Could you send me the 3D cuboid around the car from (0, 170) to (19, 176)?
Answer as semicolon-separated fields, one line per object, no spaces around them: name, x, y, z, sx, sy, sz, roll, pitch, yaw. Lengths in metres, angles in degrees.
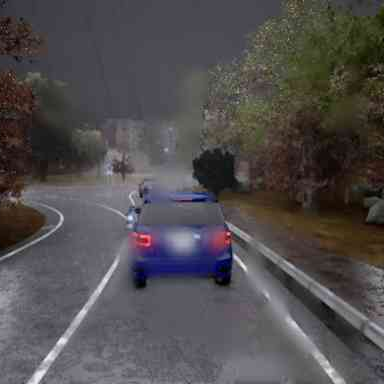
car;-36.245;-3.592;64.540;1.882;1.535;5.008;3;6;28

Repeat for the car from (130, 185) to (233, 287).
car;-0.375;0.988;8.898;2.150;2.045;5.566;0;2;-5

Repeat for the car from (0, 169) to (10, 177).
car;-39.160;-3.735;65.984;1.882;1.535;5.008;3;6;28

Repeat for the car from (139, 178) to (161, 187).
car;-4.137;-0.531;32.780;2.097;1.767;4.553;-1;6;-9

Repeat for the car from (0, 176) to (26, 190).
car;-21.456;-0.793;37.880;4.718;1.301;1.895;1;6;5
